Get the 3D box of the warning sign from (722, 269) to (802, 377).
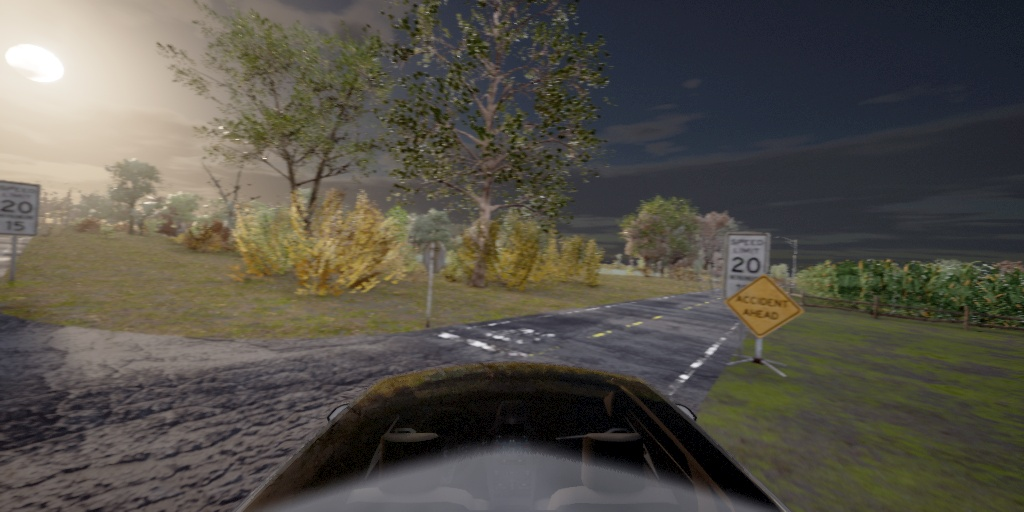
[{"bbox_3d":[4.966,1.285,7.260,1.300,1.860,1.060,0,0,37],"label":"warning sign"}]
